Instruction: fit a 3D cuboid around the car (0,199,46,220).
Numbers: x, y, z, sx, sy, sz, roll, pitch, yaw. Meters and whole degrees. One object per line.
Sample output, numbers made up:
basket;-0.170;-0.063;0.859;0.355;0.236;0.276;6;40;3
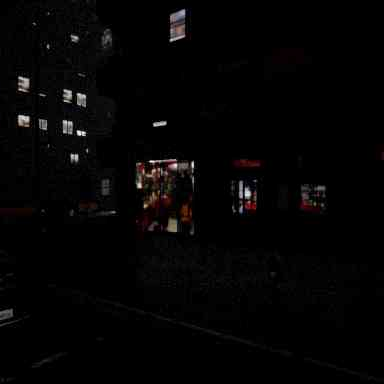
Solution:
car;-14.075;1.350;26.090;2.008;1.369;4.403;1;1;35

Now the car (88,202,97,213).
car;-10.987;1.250;30.516;1.752;1.417;4.829;1;1;35

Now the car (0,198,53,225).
car;-11.325;1.196;20.241;2.097;1.767;4.553;0;1;39

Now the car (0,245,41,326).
car;-4.505;1.551;6.083;4.403;1.369;2.008;0;0;35

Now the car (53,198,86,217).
car;-11.109;1.283;25.834;1.837;1.490;4.892;0;1;35
